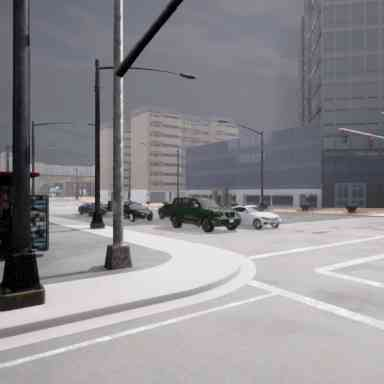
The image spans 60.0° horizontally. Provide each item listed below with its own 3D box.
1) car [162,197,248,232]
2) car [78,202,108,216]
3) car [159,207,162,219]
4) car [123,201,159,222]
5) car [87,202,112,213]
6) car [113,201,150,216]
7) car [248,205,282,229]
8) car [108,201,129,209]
[{"bbox_3d":[0.641,1.335,21.264,2.150,2.045,5.566,0,-1,-36],"label":"car"},{"bbox_3d":[-11.411,1.939,37.880,2.033,1.411,5.357,0,-1,-36],"label":"car"},{"bbox_3d":[-1.391,1.740,30.083,1.812,1.442,4.674,0,-1,-36],"label":"car"},{"bbox_3d":[-5.165,1.741,29.264,1.837,1.490,4.892,0,-1,-36],"label":"car"},{"bbox_3d":[-12.734,2.060,45.719,1.994,1.385,4.181,0,-1,-35],"label":"car"},{"bbox_3d":[-6.903,1.841,37.626,2.128,1.511,4.902,0,-1,-36],"label":"car"},{"bbox_3d":[3.908,1.635,22.695,1.812,1.442,4.674,0,-1,-35],"label":"car"},{"bbox_3d":[-12.804,2.206,57.995,1.994,1.385,4.181,0,-1,-36],"label":"car"}]
